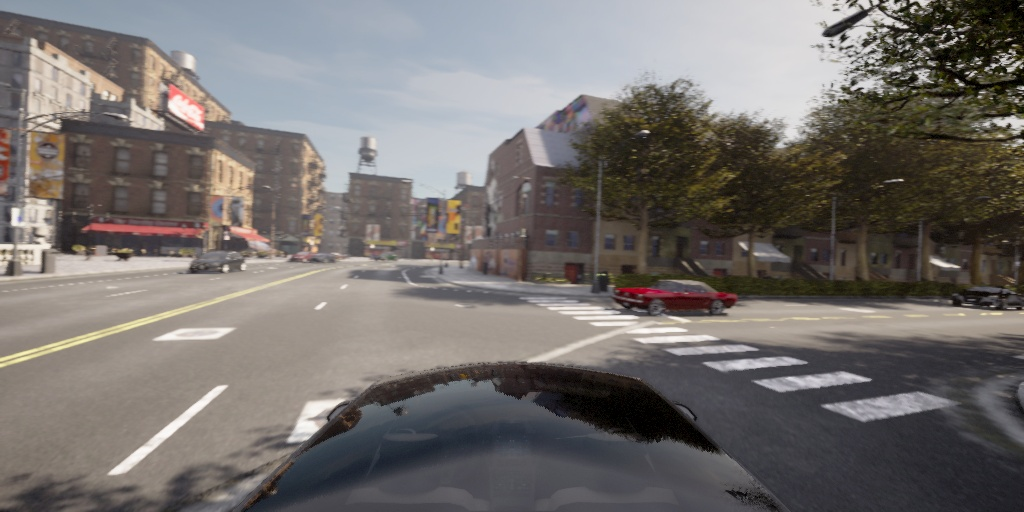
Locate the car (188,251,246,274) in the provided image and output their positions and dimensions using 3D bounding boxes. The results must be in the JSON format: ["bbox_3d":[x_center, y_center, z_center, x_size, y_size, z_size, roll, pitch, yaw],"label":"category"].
[{"bbox_3d":[-20.012,0.396,24.598,1.837,1.490,4.892,2,0,-18],"label":"car"}]

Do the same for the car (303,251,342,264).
[{"bbox_3d":[-24.069,0.280,45.684,1.994,1.385,4.181,2,0,0],"label":"car"}]

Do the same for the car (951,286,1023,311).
[{"bbox_3d":[30.104,2.603,22.638,4.181,1.385,1.994,3,0,-19],"label":"car"}]

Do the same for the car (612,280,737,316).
[{"bbox_3d":[6.498,1.628,14.462,4.718,1.301,1.895,2,0,-18],"label":"car"}]
